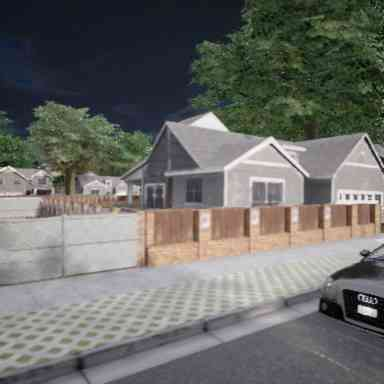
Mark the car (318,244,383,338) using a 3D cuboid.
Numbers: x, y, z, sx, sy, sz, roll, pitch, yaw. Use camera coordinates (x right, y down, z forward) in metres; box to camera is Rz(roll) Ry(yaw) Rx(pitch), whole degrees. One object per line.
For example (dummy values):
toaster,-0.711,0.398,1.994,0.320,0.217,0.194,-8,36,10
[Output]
car,4.214,1.583,6.048,4.181,1.385,1.994,0,0,-35
